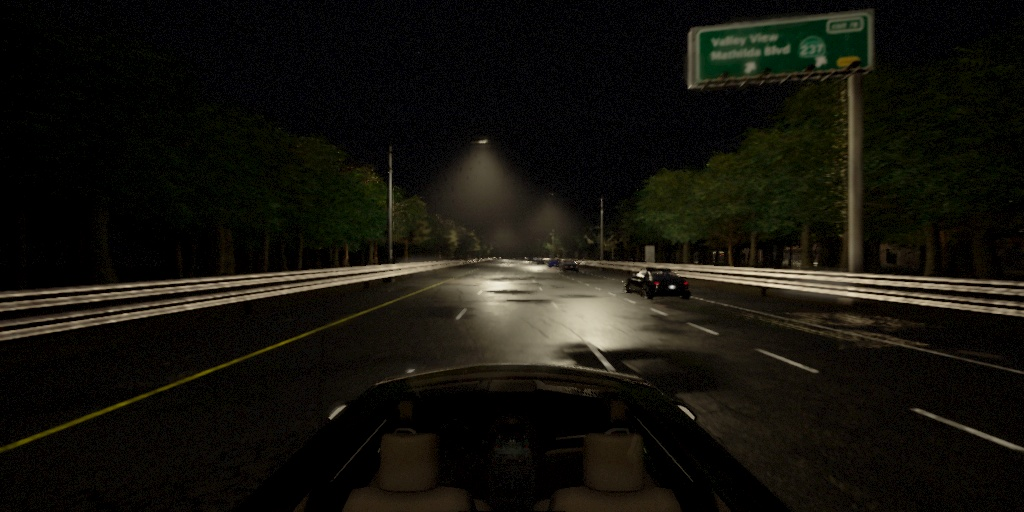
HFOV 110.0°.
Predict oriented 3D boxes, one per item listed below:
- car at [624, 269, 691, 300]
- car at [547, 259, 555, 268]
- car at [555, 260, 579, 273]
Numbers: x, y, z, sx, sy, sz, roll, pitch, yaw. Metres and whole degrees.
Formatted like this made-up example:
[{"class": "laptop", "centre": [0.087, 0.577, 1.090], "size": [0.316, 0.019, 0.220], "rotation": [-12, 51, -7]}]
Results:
[{"class": "car", "centre": [7.002, 1.321, 17.693], "size": [1.994, 1.385, 4.181], "rotation": [0, 0, 0]}, {"class": "car", "centre": [7.000, 1.307, 60.542], "size": [1.812, 1.442, 4.674], "rotation": [0, 0, 0]}, {"class": "car", "centre": [7.000, 1.315, 44.596], "size": [2.033, 1.411, 5.357], "rotation": [0, 0, 0]}]
